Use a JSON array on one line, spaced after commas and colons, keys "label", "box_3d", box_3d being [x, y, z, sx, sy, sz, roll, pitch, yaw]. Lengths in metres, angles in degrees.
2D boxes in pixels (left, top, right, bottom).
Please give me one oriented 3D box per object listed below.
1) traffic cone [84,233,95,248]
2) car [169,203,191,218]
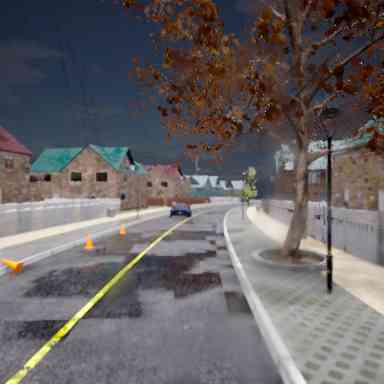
[{"label": "traffic cone", "box_3d": [-4.237, 2.002, 13.754, 0.340, 0.580, 0.340, 0, 0, 3]}, {"label": "car", "box_3d": [-1.123, 1.756, 32.393, 1.994, 1.385, 4.181, 0, -1, -1]}]
